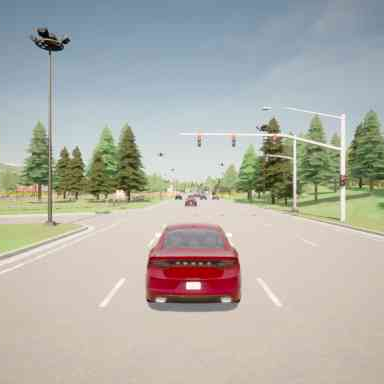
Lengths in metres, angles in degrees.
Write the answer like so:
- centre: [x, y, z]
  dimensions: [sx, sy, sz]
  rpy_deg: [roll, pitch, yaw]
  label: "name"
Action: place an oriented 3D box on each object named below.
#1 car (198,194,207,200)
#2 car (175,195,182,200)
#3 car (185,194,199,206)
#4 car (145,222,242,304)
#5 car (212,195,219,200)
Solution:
- centre: [3.211, 1.524, 94.322]
  dimensions: [1.812, 1.442, 4.674]
  rpy_deg: [0, 0, 0]
  label: "car"
- centre: [-3.789, 1.478, 94.300]
  dimensions: [1.882, 1.535, 5.008]
  rpy_deg: [0, 0, 0]
  label: "car"
- centre: [-0.161, 1.525, 52.865]
  dimensions: [1.812, 1.442, 4.674]
  rpy_deg: [0, 0, 0]
  label: "car"
- centre: [0.038, 1.478, 8.262]
  dimensions: [1.882, 1.535, 5.008]
  rpy_deg: [0, 0, 0]
  label: "car"
- centre: [6.711, 1.525, 94.332]
  dimensions: [2.128, 1.511, 4.902]
  rpy_deg: [0, 0, 0]
  label: "car"
